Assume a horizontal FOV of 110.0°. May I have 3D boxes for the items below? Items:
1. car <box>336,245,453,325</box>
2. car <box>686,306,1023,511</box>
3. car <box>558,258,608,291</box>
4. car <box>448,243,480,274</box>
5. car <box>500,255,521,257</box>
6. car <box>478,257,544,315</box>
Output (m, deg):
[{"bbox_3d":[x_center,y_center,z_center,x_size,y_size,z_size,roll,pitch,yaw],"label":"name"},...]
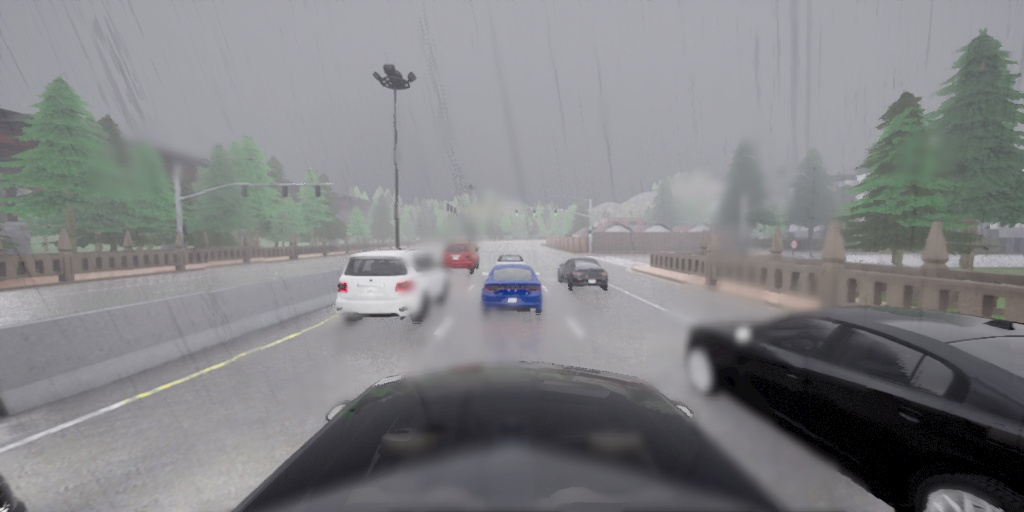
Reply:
[{"bbox_3d":[-3.482,0.820,11.460,2.150,2.045,5.566,0,3,-1],"label":"car"},{"bbox_3d":[3.587,1.226,3.470,1.882,1.535,5.008,0,1,0],"label":"car"},{"bbox_3d":[3.462,0.819,17.853,1.812,1.442,4.674,0,3,0],"label":"car"},{"bbox_3d":[-3.615,0.103,25.858,2.150,2.045,5.566,0,3,-1],"label":"car"},{"bbox_3d":[-0.101,0.559,24.399,1.895,1.301,4.718,0,3,-1],"label":"car"},{"bbox_3d":[0.008,1.020,12.728,1.882,1.535,5.008,0,2,-1],"label":"car"}]
